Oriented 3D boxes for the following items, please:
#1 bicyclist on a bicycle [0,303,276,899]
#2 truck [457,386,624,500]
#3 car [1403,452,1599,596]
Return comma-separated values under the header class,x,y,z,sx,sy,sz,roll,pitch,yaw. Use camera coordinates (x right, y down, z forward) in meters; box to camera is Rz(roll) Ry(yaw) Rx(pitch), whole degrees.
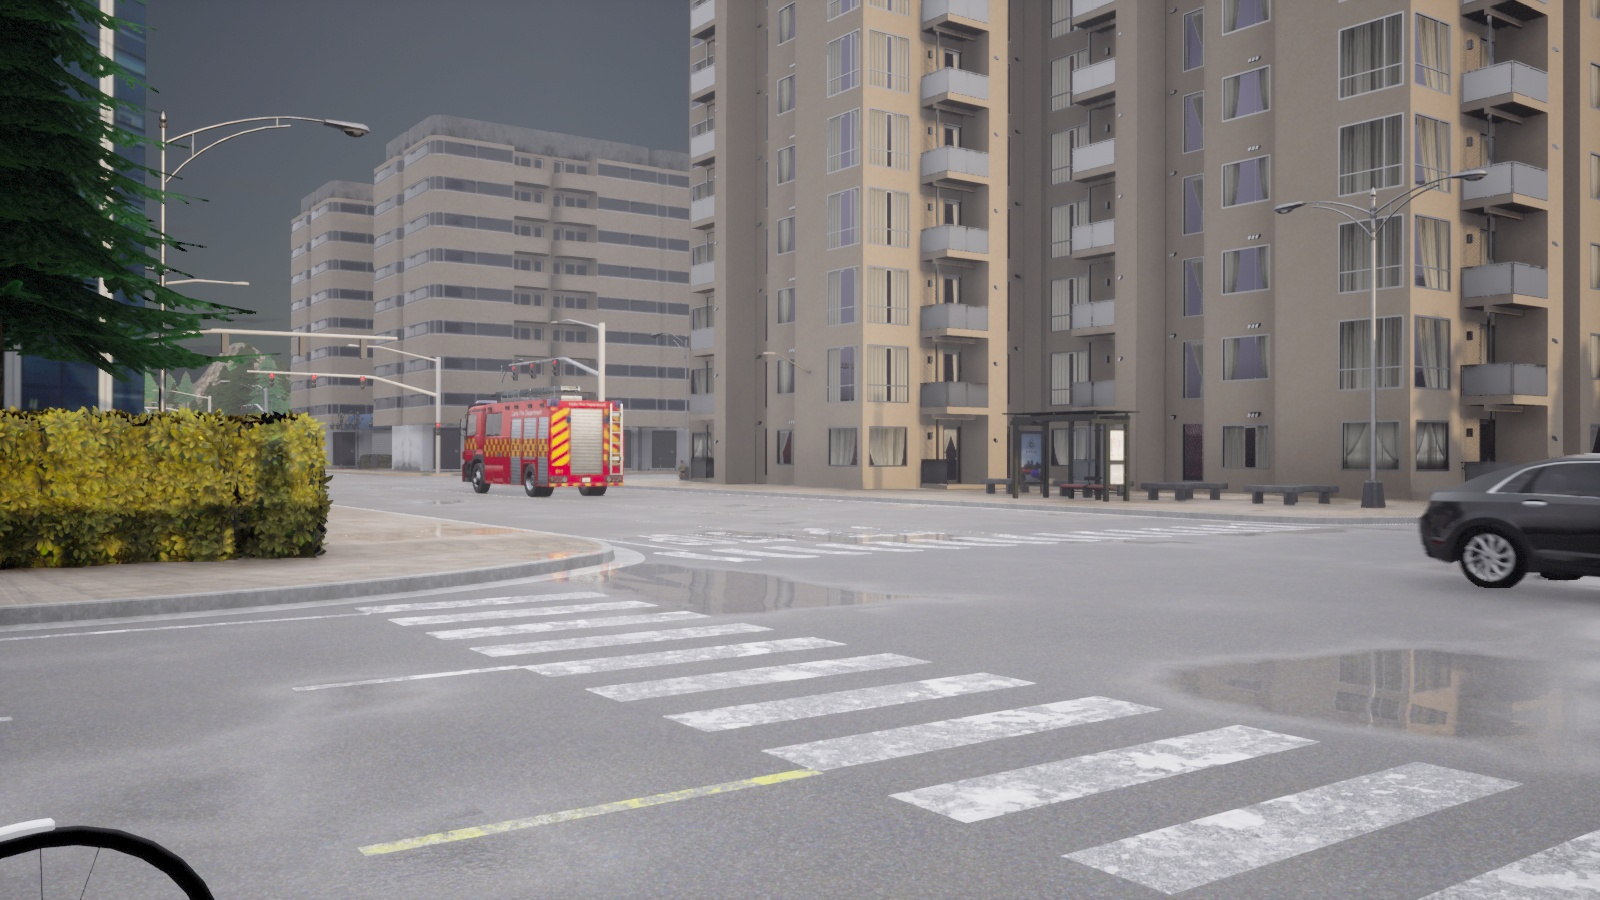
class,x,y,z,sx,sy,sz,roll,pitch,yaw
bicyclist on a bicycle,-2.003,0.625,2.277,1.843,1.776,0.659,0,0,-35
truck,-9.774,-0.230,46.430,2.891,3.827,8.468,0,0,-35
car,9.241,0.770,13.267,1.837,1.490,4.892,0,0,-35
